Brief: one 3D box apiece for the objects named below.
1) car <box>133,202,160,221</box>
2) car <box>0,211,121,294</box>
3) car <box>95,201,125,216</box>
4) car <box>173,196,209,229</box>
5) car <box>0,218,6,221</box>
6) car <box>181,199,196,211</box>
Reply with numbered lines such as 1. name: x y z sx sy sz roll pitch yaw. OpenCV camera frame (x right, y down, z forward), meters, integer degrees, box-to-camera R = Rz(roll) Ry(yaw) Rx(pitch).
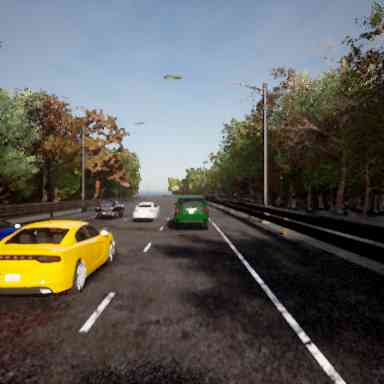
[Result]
1. car: -3.668 1.570 27.150 1.812 1.442 4.674 0 0 -1
2. car: -3.441 1.493 8.840 1.882 1.535 5.008 0 0 0
3. car: -7.219 1.541 29.641 2.128 1.511 4.902 0 0 -1
4. car: -0.080 1.256 22.055 2.150 2.045 5.566 0 0 -1
5. car: -6.954 1.497 10.821 1.882 1.535 5.008 0 0 0
6. car: -0.519 1.605 42.193 1.812 1.442 4.674 0 0 -2
